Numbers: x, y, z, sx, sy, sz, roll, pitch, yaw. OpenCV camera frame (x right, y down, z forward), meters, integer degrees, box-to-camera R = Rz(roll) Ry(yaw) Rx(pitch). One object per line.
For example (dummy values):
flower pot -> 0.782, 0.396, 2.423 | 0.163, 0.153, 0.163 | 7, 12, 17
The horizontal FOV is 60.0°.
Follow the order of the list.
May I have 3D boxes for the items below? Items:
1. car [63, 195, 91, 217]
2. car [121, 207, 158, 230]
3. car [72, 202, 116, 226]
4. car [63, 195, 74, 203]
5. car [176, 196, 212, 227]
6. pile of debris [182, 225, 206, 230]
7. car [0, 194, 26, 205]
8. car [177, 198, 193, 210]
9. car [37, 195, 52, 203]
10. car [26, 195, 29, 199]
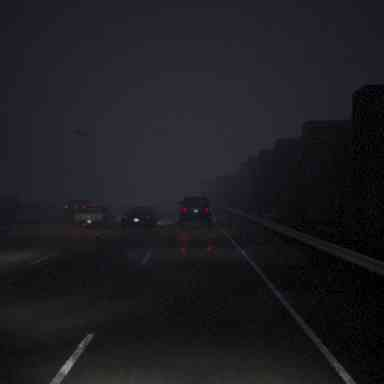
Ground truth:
car -> -10.582, 1.437, 31.972 | 2.097, 1.767, 4.553 | 0, 0, -2
car -> -3.308, 1.631, 21.584 | 1.994, 1.385, 4.181 | 0, 0, -1
car -> -6.848, 1.668, 24.217 | 1.895, 1.301, 4.718 | 0, 0, -1
car -> -28.850, 1.546, 77.689 | 2.097, 1.767, 4.553 | 0, 0, -17
car -> 0.193, 1.305, 23.759 | 2.150, 2.045, 5.566 | 0, 0, -1
pile of debris -> 0.098, 2.250, 21.379 | 1.500, 0.140, 1.860 | 0, 0, -1
car -> -21.593, 1.302, 38.111 | 2.150, 2.045, 5.566 | 0, 0, -4
car -> -1.039, 1.664, 46.559 | 1.837, 1.490, 4.892 | 1, 0, -6
car -> -29.500, 1.755, 66.924 | 1.895, 1.301, 4.718 | 0, 0, -14
car -> -42.149, 1.430, 84.100 | 1.812, 1.442, 4.674 | 0, 0, -20
